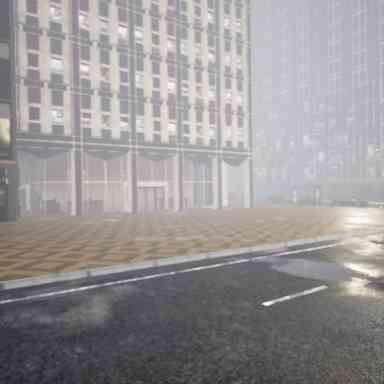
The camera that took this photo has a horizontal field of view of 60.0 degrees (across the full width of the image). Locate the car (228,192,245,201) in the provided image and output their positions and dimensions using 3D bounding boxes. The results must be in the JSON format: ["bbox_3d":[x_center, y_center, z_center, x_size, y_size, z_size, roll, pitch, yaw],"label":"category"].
[{"bbox_3d":[8.386,0.798,63.256,2.097,1.767,4.553,-1,1,-34],"label":"car"}]

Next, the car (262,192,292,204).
[{"bbox_3d":[13.447,1.175,51.085,1.947,1.339,4.313,-1,1,-34],"label":"car"}]

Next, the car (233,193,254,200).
[{"bbox_3d":[10.772,0.875,69.915,1.802,1.307,4.206,-1,1,-34],"label":"car"}]

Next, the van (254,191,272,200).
[{"bbox_3d":[13.981,0.683,65.222,1.690,1.788,3.998,-1,1,-34],"label":"van"}]

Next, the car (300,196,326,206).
[{"bbox_3d":[16.610,1.239,46.364,1.802,1.307,4.206,-1,1,-34],"label":"car"}]

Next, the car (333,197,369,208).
[{"bbox_3d":[19.807,1.271,41.662,1.947,1.339,4.313,-1,1,-34],"label":"car"}]
